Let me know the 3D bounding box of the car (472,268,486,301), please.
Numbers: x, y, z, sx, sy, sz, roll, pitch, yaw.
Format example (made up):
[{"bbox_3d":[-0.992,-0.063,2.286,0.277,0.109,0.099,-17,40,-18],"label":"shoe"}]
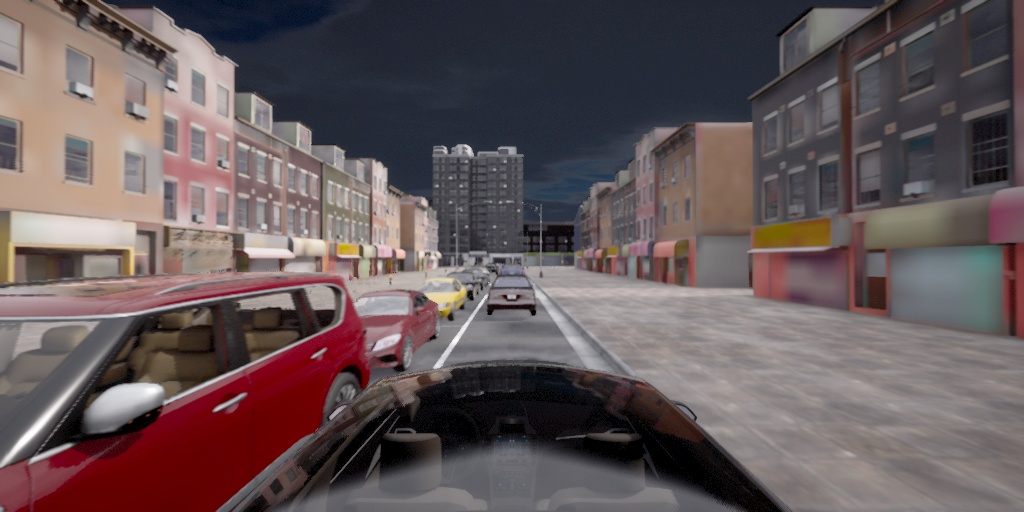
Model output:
[{"bbox_3d":[-2.652,1.489,18.640,1.948,1.339,4.313,0,0,0],"label":"car"}]

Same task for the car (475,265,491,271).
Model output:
[{"bbox_3d":[-2.657,1.545,24.092,1.948,1.339,4.313,0,0,0],"label":"car"}]

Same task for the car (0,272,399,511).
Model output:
[{"bbox_3d":[-2.638,1.071,2.285,2.192,1.841,5.009,0,0,0],"label":"car"}]

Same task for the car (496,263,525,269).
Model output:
[{"bbox_3d":[-0.003,1.394,30.268,2.097,1.767,4.553,0,-1,0],"label":"car"}]

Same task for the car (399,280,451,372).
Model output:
[{"bbox_3d":[-2.643,1.393,7.737,1.802,1.307,4.207,0,0,0],"label":"car"}]

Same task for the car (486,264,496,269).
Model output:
[{"bbox_3d":[-2.661,1.586,29.544,2.007,1.370,4.403,0,0,0],"label":"car"}]

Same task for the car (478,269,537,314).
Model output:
[{"bbox_3d":[-0.002,1.427,14.375,2.033,1.411,5.357,0,-1,0],"label":"car"}]

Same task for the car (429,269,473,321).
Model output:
[{"bbox_3d":[-2.647,1.392,13.019,1.751,1.417,4.829,0,0,0],"label":"car"}]
